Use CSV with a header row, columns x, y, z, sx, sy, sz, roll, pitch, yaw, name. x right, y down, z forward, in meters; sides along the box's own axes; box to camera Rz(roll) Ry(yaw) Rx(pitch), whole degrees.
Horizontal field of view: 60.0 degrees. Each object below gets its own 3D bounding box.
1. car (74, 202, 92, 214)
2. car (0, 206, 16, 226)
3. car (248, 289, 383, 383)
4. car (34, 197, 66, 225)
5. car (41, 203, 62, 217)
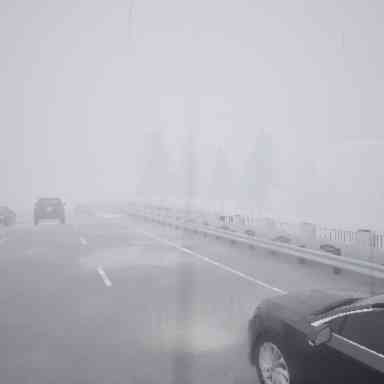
x,y,z,sx,sy,sz,roll,pitch,yaw,name
-13.593,1.925,41.333,1.882,1.535,5.008,0,-1,-22,car
-14.398,1.769,24.786,2.033,1.411,5.357,0,-1,-22,car
2.257,1.503,2.524,1.837,1.490,4.892,0,0,-22,car
-11.487,1.457,26.916,2.150,2.045,5.566,0,-1,-22,car
-15.989,1.961,37.944,2.033,1.411,5.357,0,-1,-22,car
